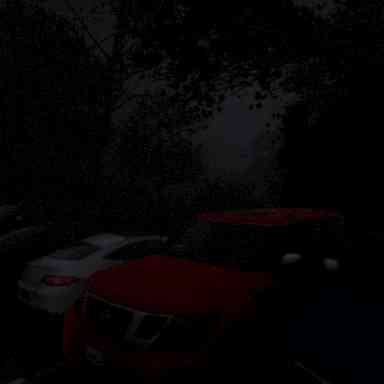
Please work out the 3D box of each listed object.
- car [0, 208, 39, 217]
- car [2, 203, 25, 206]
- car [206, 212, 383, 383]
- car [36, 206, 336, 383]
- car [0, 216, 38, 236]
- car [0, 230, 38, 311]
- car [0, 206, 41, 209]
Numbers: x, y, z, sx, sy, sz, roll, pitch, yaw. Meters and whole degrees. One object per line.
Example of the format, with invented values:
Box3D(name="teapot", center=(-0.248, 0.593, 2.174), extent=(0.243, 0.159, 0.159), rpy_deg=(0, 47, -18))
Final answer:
Box3D(name="car", center=(-7.326, 1.552, 12.809), extent=(2.163, 1.488, 4.792), rpy_deg=(0, -1, 42))
Box3D(name="car", center=(-11.482, 1.514, 16.518), extent=(2.097, 1.535, 5.008), rpy_deg=(0, -1, 42))
Box3D(name="car", center=(2.879, 1.316, 3.518), extent=(2.435, 2.045, 5.566), rpy_deg=(0, -1, 42))
Box3D(name="car", center=(0.904, 1.304, 5.302), extent=(2.435, 2.045, 5.566), rpy_deg=(0, -1, 42))
Box3D(name="car", center=(-3.216, 1.536, 9.050), extent=(2.097, 1.535, 5.008), rpy_deg=(0, -1, 42))
Box3D(name="car", center=(-1.240, 1.584, 7.268), extent=(2.002, 1.452, 4.674), rpy_deg=(0, -1, 42))
Box3D(name="car", center=(-9.432, 1.547, 14.633), extent=(2.163, 1.488, 4.792), rpy_deg=(0, -1, 42))
